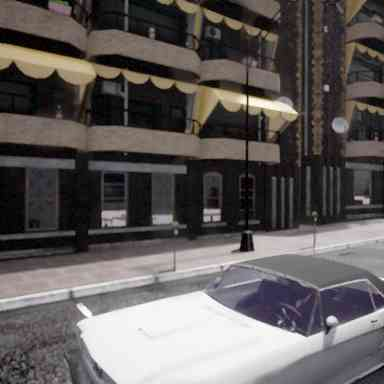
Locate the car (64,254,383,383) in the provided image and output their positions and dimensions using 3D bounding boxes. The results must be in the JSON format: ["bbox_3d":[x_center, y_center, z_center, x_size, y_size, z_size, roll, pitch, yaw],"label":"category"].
[{"bbox_3d":[1.033,1.559,4.045,4.718,1.301,1.895,-1,1,-33],"label":"car"}]
